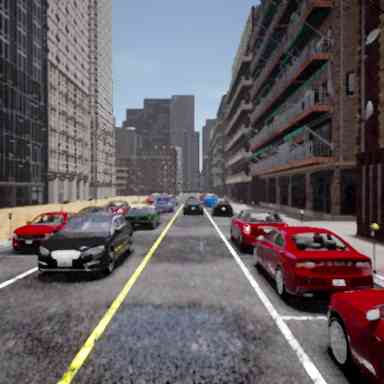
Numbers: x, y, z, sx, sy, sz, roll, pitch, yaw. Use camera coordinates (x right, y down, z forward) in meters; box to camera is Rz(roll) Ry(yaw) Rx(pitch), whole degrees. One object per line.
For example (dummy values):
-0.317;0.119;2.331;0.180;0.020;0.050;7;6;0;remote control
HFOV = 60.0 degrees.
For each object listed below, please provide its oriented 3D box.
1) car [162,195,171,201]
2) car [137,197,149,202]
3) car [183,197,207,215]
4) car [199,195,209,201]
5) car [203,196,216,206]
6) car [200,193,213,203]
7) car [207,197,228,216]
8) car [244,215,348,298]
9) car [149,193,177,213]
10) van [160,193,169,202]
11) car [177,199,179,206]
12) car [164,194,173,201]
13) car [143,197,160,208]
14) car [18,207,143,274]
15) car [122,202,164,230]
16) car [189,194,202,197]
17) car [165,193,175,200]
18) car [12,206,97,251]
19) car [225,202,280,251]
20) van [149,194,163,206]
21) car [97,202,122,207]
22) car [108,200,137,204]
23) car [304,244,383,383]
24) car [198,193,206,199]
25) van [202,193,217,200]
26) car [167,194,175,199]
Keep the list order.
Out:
-5.671;1.358;74.658;1.802;1.307;4.206;0;0;0;car
-5.685;1.405;35.794;1.752;1.417;4.829;0;0;0;car
0.114;1.453;32.498;1.994;1.385;4.181;0;0;0;car
2.709;1.341;74.654;1.947;1.339;4.313;0;0;0;car
2.702;1.376;52.544;1.887;1.381;4.507;0;0;0;car
2.703;1.117;63.599;2.192;1.841;5.009;0;0;0;car
2.694;1.461;30.434;1.947;1.339;4.313;0;0;0;car
2.687;1.513;8.323;1.887;1.381;4.507;0;0;0;car
-3.003;1.232;35.395;2.097;1.767;4.553;0;0;0;car
-5.674;1.130;69.130;1.690;1.788;3.998;0;0;0;van
-2.984;1.369;49.655;1.812;1.442;4.674;0;0;0;car
-5.669;1.314;80.186;2.008;1.369;4.403;0;0;0;car
-5.680;1.392;47.020;1.887;1.381;4.507;0;0;0;car
-3.085;1.452;10.531;2.128;1.511;4.902;0;0;0;car
-3.079;1.527;20.800;1.895;1.301;4.718;0;0;0;car
0.053;1.354;46.502;1.837;1.490;4.892;0;1;1;car
-5.669;1.067;85.713;2.192;1.841;5.009;0;0;0;car
-5.691;1.494;13.854;1.887;1.381;4.507;0;0;0;car
2.688;1.389;13.850;1.967;1.590;4.097;0;0;0;car
-5.680;1.173;52.547;1.690;1.788;3.998;0;0;0;van
-5.689;1.497;19.382;1.947;1.339;4.313;0;0;0;car
-5.688;1.353;24.910;1.967;1.590;4.097;0;0;0;car
2.685;1.534;2.796;1.887;1.381;4.507;0;0;0;car
2.714;1.180;91.237;1.967;1.590;4.097;0;0;0;car
2.699;1.188;47.016;1.690;1.788;3.998;0;0;0;van
-5.666;1.322;91.241;1.802;1.307;4.206;0;0;0;car
